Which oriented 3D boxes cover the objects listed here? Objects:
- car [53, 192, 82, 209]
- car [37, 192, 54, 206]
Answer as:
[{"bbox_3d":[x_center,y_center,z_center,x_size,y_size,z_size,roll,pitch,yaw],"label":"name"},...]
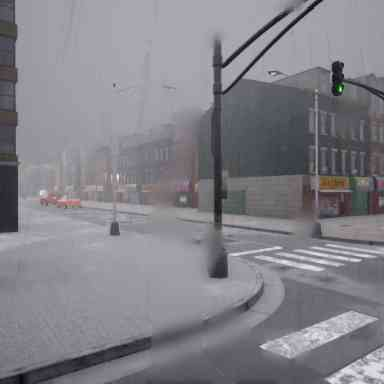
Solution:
[{"bbox_3d":[-15.891,1.206,42.983,2.097,1.767,4.553,0,0,-36],"label":"car"},{"bbox_3d":[-21.631,1.045,50.922,2.150,2.045,5.566,0,0,-36],"label":"car"}]
